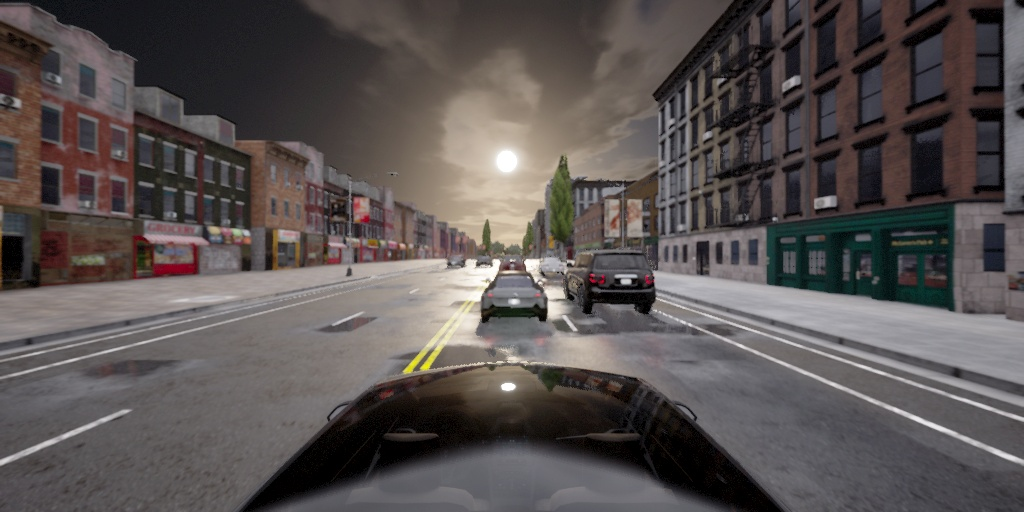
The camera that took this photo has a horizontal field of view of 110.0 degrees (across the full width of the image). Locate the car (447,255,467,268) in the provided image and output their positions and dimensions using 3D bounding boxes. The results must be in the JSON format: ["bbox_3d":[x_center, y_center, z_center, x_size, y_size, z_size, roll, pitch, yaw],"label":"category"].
[{"bbox_3d":[-6.669,0.636,43.549,2.128,1.511,4.902,0,1,0],"label":"car"}]

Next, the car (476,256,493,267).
[{"bbox_3d":[-3.417,0.691,45.109,1.994,1.385,4.181,0,1,0],"label":"car"}]

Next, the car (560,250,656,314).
[{"bbox_3d":[3.316,0.804,13.092,2.150,2.045,5.566,0,1,0],"label":"car"}]

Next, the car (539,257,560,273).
[{"bbox_3d":[3.283,0.838,30.276,1.812,1.442,4.674,0,1,0],"label":"car"}]

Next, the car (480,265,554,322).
[{"bbox_3d":[0.060,1.169,11.707,1.994,1.385,4.181,0,1,0],"label":"car"}]

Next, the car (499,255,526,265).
[{"bbox_3d":[0.034,0.685,28.890,2.097,1.767,4.553,0,1,0],"label":"car"}]
